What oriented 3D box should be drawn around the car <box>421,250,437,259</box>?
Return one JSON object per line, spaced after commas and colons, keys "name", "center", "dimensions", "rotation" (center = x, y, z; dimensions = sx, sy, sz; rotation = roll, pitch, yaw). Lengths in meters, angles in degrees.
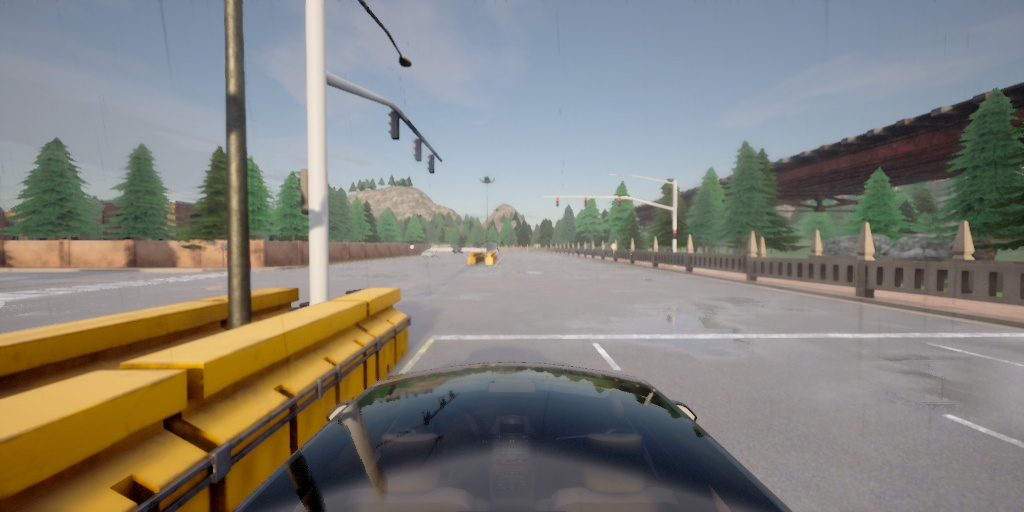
{"name": "car", "center": [-14.027, -0.273, 60.388], "dimensions": [1.812, 1.442, 4.674], "rotation": [0, 3, 0]}
